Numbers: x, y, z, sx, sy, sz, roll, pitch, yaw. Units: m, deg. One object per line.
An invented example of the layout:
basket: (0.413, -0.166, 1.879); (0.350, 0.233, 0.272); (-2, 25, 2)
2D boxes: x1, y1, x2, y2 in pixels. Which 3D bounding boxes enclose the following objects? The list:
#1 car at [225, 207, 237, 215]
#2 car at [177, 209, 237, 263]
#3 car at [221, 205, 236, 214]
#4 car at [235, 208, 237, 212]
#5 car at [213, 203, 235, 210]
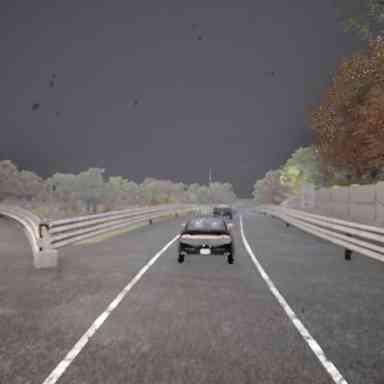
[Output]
car: (7.299, 3.488, 61.410); (1.895, 1.301, 4.718); (0, -4, 10)
car: (0.557, 1.610, 12.487); (2.128, 1.511, 4.902); (0, -1, 4)
car: (5.760, 2.761, 51.889); (2.033, 1.411, 5.357); (0, -3, 9)
car: (4.794, 2.450, 45.318); (1.895, 1.301, 4.718); (0, -3, 8)
car: (3.174, 1.889, 33.859); (1.882, 1.535, 5.008); (0, -2, 8)
